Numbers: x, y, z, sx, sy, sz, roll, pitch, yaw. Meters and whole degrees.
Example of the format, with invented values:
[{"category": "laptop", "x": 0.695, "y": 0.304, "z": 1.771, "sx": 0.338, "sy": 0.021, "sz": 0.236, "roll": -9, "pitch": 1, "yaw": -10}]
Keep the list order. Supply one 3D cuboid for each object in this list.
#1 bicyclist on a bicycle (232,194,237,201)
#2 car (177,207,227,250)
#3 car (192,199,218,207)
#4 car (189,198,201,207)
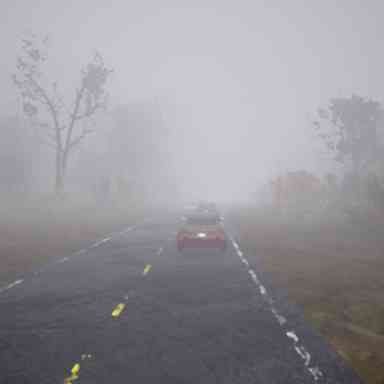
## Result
[{"category": "bicyclist on a bicycle", "x": 11.205, "y": 1.543, "z": 90.060, "sx": 0.659, "sy": 1.776, "sz": 1.843, "roll": 0, "pitch": 0, "yaw": 13}, {"category": "car", "x": 0.463, "y": 1.584, "z": 14.423, "sx": 1.994, "sy": 1.385, "sz": 4.181, "roll": 0, "pitch": 0, "yaw": 3}, {"category": "car", "x": 1.380, "y": 1.609, "z": 29.614, "sx": 1.994, "sy": 1.385, "sz": 4.181, "roll": 0, "pitch": 0, "yaw": 5}, {"category": "car", "x": 0.816, "y": 1.654, "z": 53.991, "sx": 1.994, "sy": 1.385, "sz": 4.181, "roll": 0, "pitch": 0, "yaw": 8}]
